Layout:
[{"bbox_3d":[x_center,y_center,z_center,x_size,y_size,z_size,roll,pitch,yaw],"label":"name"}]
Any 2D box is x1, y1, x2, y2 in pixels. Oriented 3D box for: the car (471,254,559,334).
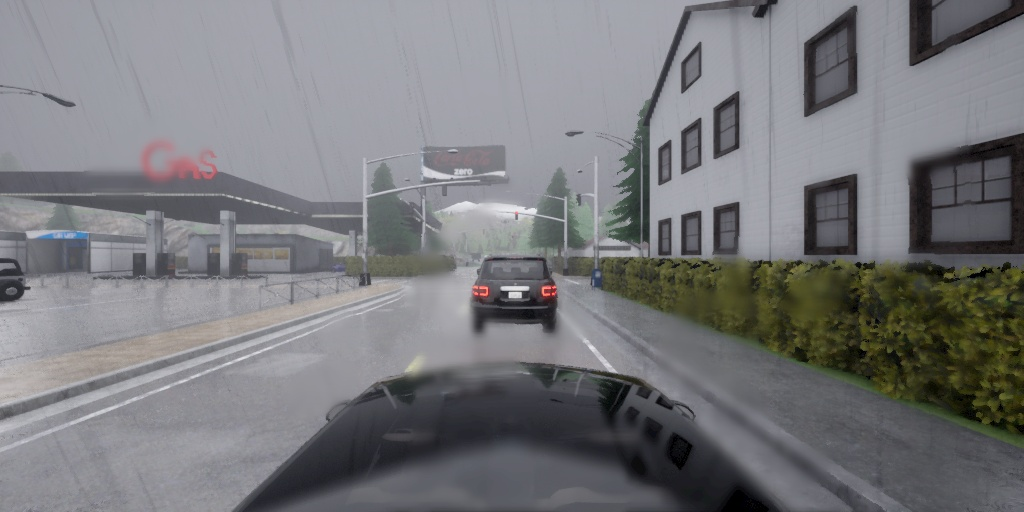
[{"bbox_3d":[0.081,0.971,10.746,2.150,2.045,5.566,0,0,0],"label":"car"}]
